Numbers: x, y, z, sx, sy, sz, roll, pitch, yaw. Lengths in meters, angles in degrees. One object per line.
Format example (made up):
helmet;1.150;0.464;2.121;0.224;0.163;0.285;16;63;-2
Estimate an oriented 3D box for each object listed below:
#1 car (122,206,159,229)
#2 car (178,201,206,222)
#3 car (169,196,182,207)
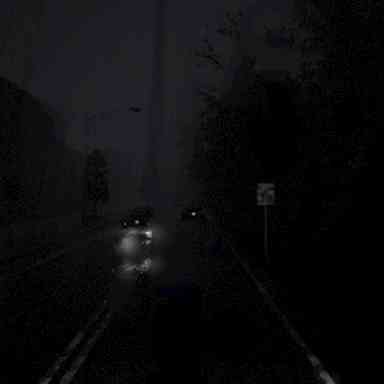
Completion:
car;-3.327;1.638;22.113;1.994;1.385;4.181;0;0;0
car;0.136;1.692;27.776;1.994;1.385;4.181;0;-1;0
car;-3.115;1.734;63.007;2.150;2.045;5.566;0;-1;1
